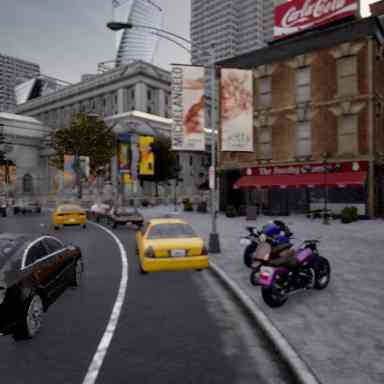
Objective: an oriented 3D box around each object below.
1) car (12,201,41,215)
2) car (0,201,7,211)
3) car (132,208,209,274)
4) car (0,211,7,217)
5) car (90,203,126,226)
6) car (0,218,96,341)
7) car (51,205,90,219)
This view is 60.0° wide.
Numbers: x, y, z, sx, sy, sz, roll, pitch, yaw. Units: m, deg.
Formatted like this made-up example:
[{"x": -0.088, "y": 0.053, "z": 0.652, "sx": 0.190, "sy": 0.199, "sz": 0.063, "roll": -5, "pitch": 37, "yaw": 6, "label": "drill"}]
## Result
[{"x": -18.294, "y": 1.728, "z": 36.661, "sx": 2.128, "sy": 1.511, "sz": 4.902, "roll": 0, "pitch": 0, "yaw": -44, "label": "car"}, {"x": -20.534, "y": 1.598, "z": 33.930, "sx": 2.097, "sy": 1.767, "sz": 4.553, "roll": 0, "pitch": 0, "yaw": -43, "label": "car"}, {"x": -0.858, "y": 1.492, "z": 10.719, "sx": 1.801, "sy": 1.575, "sz": 5.366, "roll": 0, "pitch": 0, "yaw": -12, "label": "car"}, {"x": -7.557, "y": 1.575, "z": 10.004, "sx": 2.128, "sy": 1.511, "sz": 4.902, "roll": 0, "pitch": 0, "yaw": -11, "label": "car"}, {"x": -7.521, "y": 1.652, "z": 27.866, "sx": 2.002, "sy": 1.452, "sz": 4.674, "roll": 0, "pitch": 0, "yaw": -32, "label": "car"}, {"x": -3.478, "y": 1.535, "z": 6.460, "sx": 2.128, "sy": 1.511, "sz": 4.902, "roll": 0, "pitch": 0, "yaw": -6, "label": "car"}, {"x": -8.491, "y": 1.603, "z": 22.766, "sx": 1.882, "sy": 1.535, "sz": 5.008, "roll": 0, "pitch": 0, "yaw": -25, "label": "car"}]
